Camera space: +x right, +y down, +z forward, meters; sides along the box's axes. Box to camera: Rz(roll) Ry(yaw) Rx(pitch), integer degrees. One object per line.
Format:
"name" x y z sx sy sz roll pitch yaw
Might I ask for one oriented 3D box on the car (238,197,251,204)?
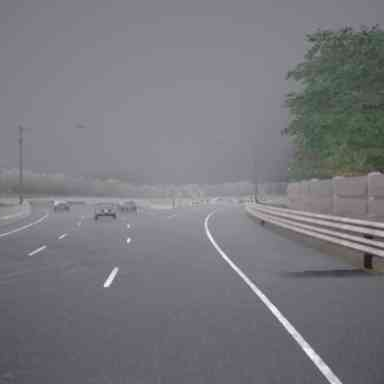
"car" 12.265 2.044 79.831 1.812 1.442 4.674 -1 -2 19

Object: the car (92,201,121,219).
"car" -8.125 1.698 30.710 2.033 1.411 5.357 -1 0 -18

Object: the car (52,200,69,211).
"car" -18.097 1.836 45.784 1.812 1.442 4.674 -1 0 -27

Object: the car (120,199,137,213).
"car" -8.043 1.654 40.451 2.128 1.511 4.902 -1 0 -22
